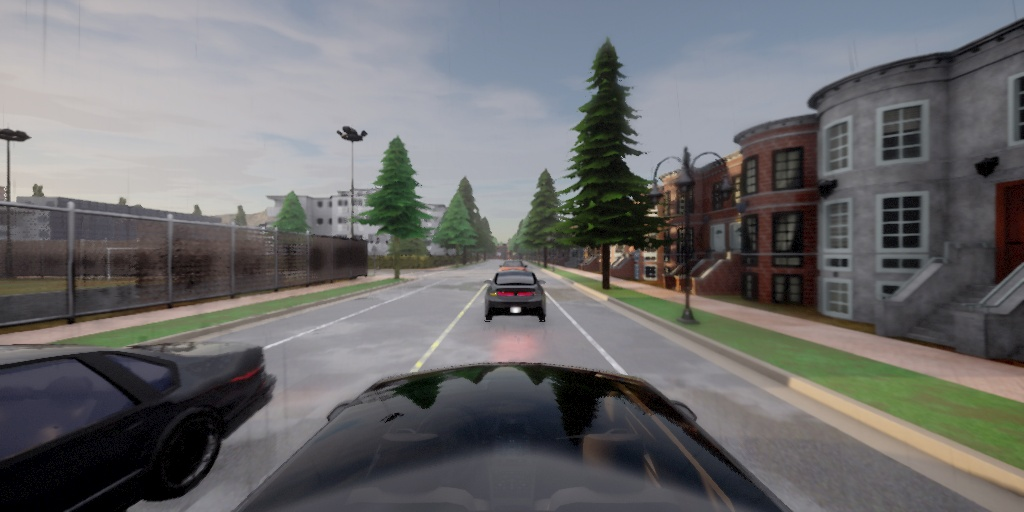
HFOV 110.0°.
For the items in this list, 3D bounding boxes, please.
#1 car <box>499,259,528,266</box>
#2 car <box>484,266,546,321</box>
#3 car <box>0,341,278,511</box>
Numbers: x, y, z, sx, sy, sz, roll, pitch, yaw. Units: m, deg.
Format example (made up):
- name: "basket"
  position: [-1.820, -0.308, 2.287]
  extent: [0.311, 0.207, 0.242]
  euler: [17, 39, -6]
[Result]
- name: "car"
  position: [0.103, 1.062, 26.567]
  extent: [2.097, 1.767, 4.553]
  euler: [0, 0, 0]
- name: "car"
  position: [0.101, 1.237, 12.279]
  extent: [1.837, 1.490, 4.892]
  euler: [0, 0, 0]
- name: "car"
  position: [-3.601, 1.297, 1.705]
  extent: [2.033, 1.411, 5.357]
  euler: [0, 0, 0]
